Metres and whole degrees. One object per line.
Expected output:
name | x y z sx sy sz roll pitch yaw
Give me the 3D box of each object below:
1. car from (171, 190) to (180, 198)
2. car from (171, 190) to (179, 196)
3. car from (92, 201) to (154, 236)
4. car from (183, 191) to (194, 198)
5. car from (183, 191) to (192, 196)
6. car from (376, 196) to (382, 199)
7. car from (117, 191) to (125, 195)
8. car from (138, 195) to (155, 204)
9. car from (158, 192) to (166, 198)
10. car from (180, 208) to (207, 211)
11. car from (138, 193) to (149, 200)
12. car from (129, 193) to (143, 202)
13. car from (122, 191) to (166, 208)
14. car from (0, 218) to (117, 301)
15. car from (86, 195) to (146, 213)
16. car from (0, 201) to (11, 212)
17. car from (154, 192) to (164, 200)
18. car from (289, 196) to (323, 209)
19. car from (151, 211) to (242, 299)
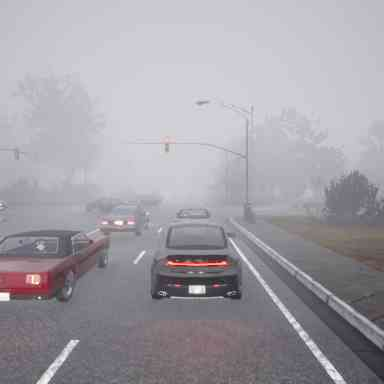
car | -4.124 0.760 84.726 2.128 1.511 4.902 0 1 -4
car | -4.882 0.279 94.774 2.097 1.767 4.553 0 1 -7
car | -3.442 1.442 17.753 2.033 1.411 5.357 0 0 -1
car | -0.651 0.779 85.262 1.994 1.385 4.181 0 1 -4
car | -1.402 0.460 95.140 2.033 1.411 5.357 0 1 -7
car | 17.206 1.105 34.881 4.553 1.767 2.097 0 0 -3
car | -10.679 0.818 53.826 2.150 2.045 5.566 0 0 0
car | -7.180 1.149 53.306 2.033 1.411 5.357 0 0 0
car | -7.583 0.776 83.940 1.812 1.442 4.674 0 1 -3
car | 0.084 1.496 17.656 1.895 1.301 4.718 0 0 0
car | -10.724 0.987 73.799 1.895 1.301 4.718 0 1 -1
car | -10.661 0.984 63.713 1.882 1.535 5.008 0 1 0
car | -5.776 1.059 40.492 2.097 1.767 4.553 0 0 34
car | -3.411 1.570 8.164 1.895 1.301 4.718 0 0 0
car | -6.952 1.271 29.971 5.008 1.535 1.882 0 0 -3
car | -20.493 1.122 32.796 4.553 1.767 2.097 0 0 -5
car | -7.220 0.872 73.671 1.882 1.535 5.008 0 1 -1
car | 13.675 1.216 38.383 4.902 1.511 2.128 0 0 -3
car | 0.090 1.473 8.343 1.837 1.490 4.892 0 0 0
